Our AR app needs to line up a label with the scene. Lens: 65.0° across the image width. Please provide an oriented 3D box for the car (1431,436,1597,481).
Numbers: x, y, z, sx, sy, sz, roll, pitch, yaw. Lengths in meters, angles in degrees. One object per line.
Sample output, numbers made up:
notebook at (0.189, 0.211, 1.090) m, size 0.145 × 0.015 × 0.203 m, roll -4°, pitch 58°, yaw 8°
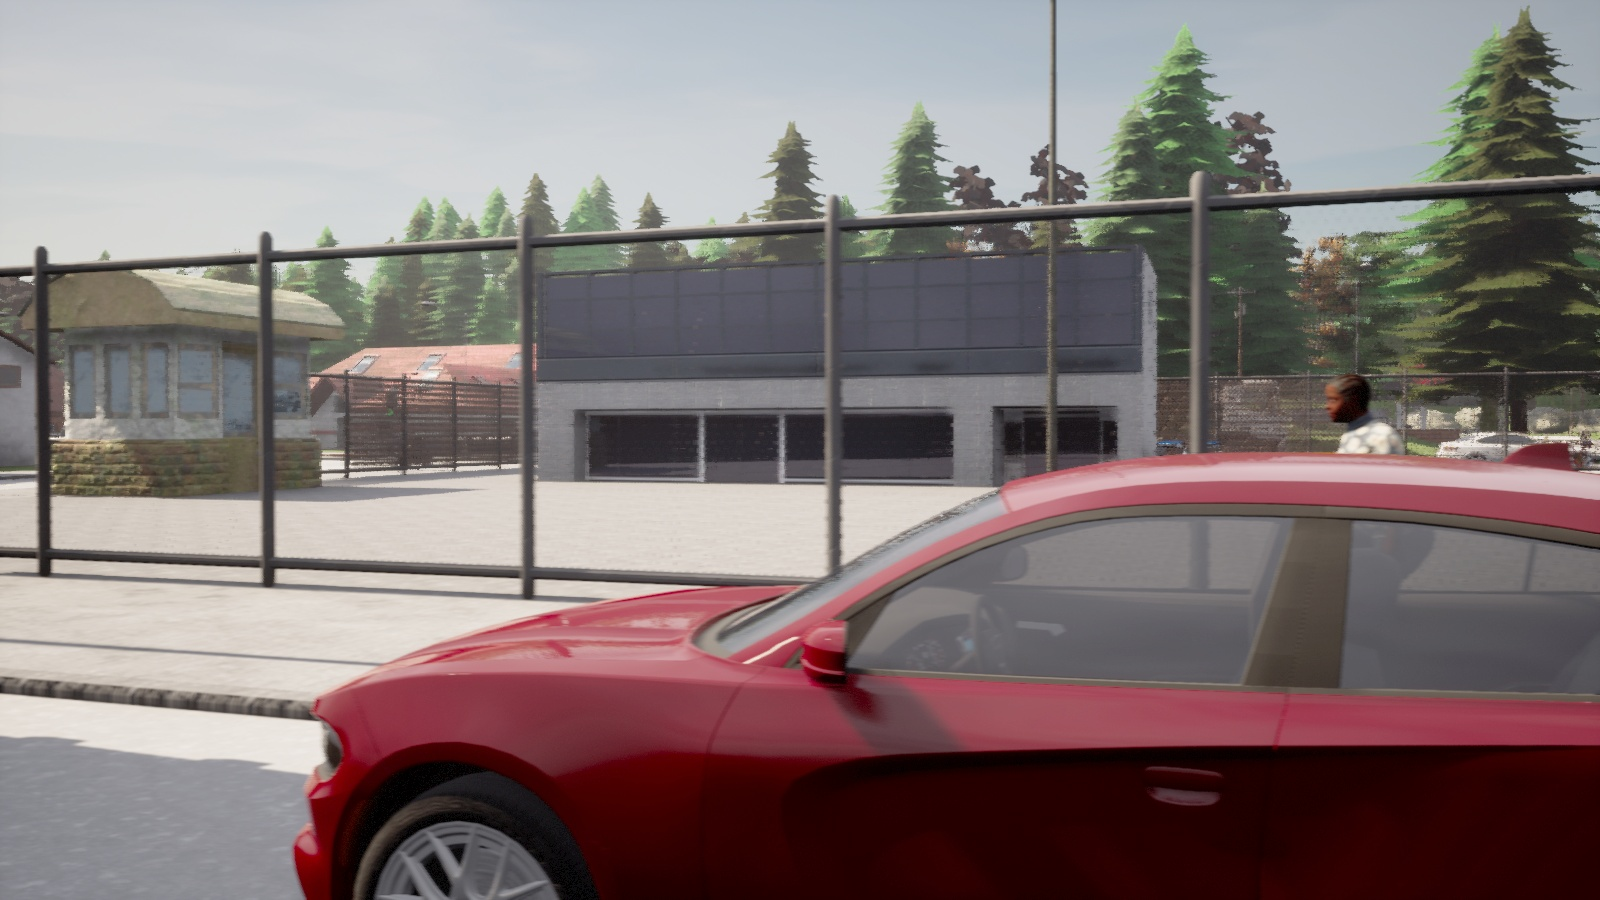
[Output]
car at (24.499, 0.266, 43.278) m, size 4.674 × 1.442 × 1.812 m, roll 1°, pitch 1°, yaw 18°

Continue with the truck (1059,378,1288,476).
truck at (13.875, -0.858, 46.850) m, size 7.936 × 3.462 × 2.891 m, roll 1°, pitch 1°, yaw 19°

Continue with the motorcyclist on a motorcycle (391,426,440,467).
motorcyclist on a motorcycle at (-15.701, -0.160, 51.356) m, size 0.766 × 1.649 × 2.350 m, roll 0°, pitch 1°, yaw 15°

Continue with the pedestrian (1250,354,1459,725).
pedestrian at (2.963, 0.438, 6.815) m, size 0.900 × 1.855 × 0.874 m, roll 1°, pitch 1°, yaw 15°

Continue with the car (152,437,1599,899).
car at (0.945, 0.752, 3.362) m, size 5.008 × 1.535 × 1.882 m, roll 1°, pitch 1°, yaw 20°
